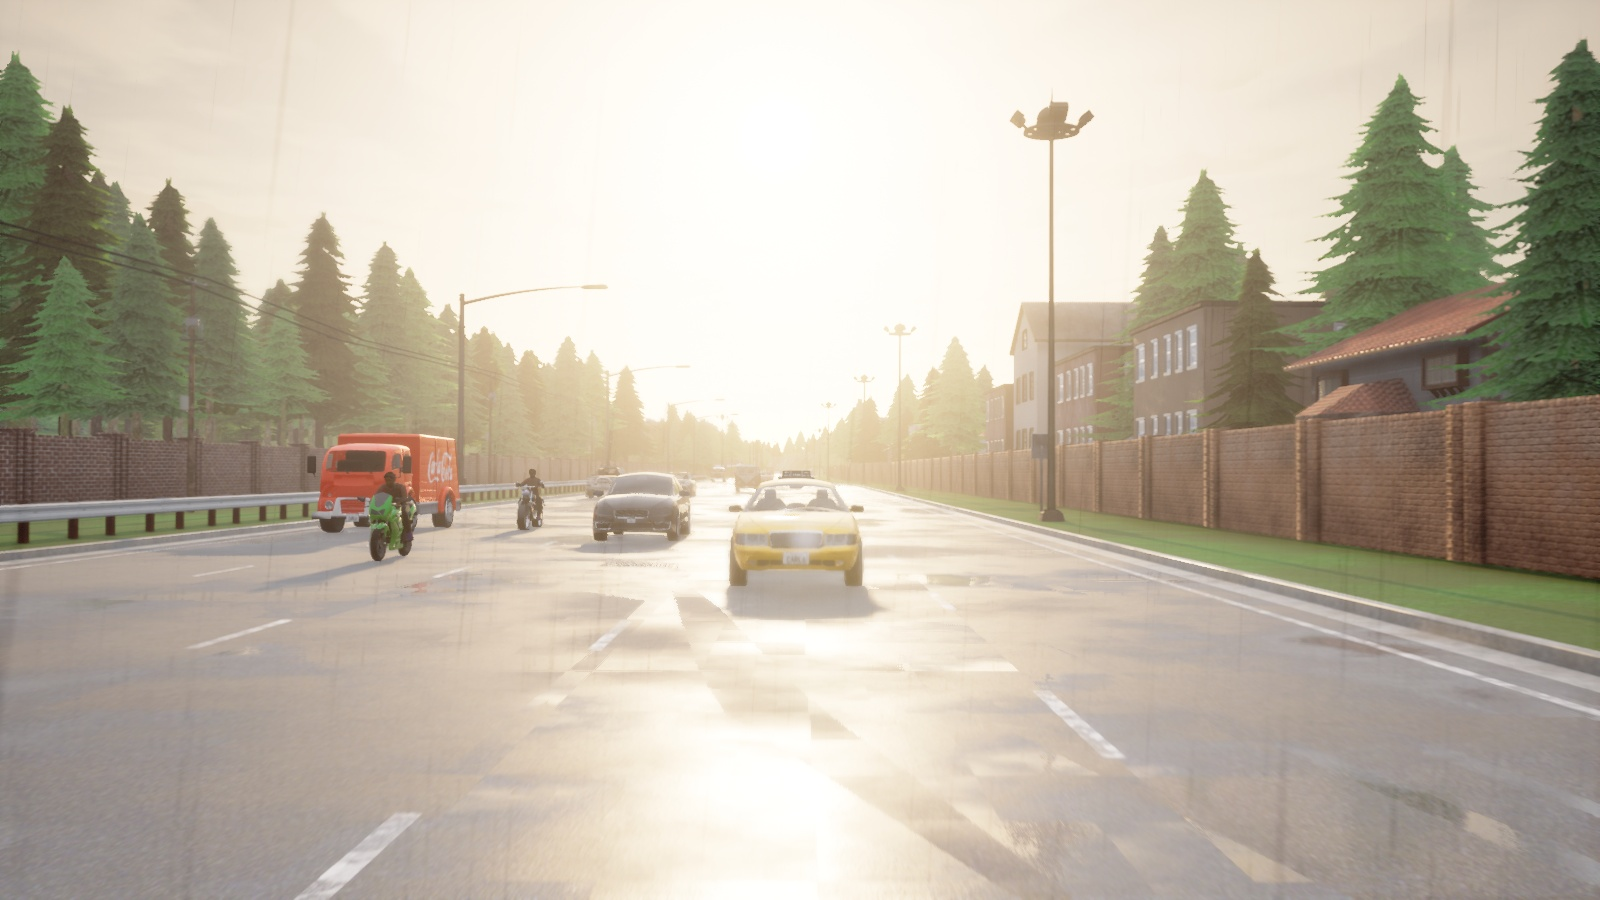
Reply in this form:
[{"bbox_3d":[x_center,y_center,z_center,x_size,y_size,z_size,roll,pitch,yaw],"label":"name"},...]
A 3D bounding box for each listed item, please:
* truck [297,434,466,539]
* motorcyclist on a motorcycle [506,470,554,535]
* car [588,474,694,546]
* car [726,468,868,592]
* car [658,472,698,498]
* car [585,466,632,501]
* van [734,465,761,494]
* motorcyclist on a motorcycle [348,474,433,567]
[{"bbox_3d":[-10.582,0.911,32.307,2.627,2.467,5.204,0,-1,0],"label":"truck"},{"bbox_3d":[-7.082,1.347,33.046,0.766,1.649,2.350,0,-1,0],"label":"motorcyclist on a motorcycle"},{"bbox_3d":[-3.572,1.320,29.027,1.837,1.490,4.892,0,-1,0],"label":"car"},{"bbox_3d":[-0.047,1.068,18.655,1.801,1.575,5.366,0,-1,0],"label":"car"},{"bbox_3d":[-7.184,2.052,74.298,1.970,1.475,3.806,0,-1,0],"label":"car"},{"bbox_3d":[-10.674,1.848,70.108,1.932,1.855,4.605,0,-1,0],"label":"car"},{"bbox_3d":[-3.724,2.089,90.004,1.775,1.987,4.442,0,-1,0],"label":"van"},{"bbox_3d":[-7.054,1.189,21.736,0.797,1.523,2.044,0,-1,0],"label":"motorcyclist on a motorcycle"}]
